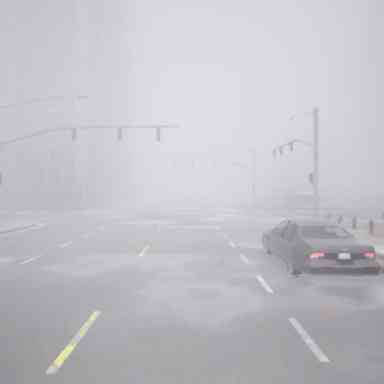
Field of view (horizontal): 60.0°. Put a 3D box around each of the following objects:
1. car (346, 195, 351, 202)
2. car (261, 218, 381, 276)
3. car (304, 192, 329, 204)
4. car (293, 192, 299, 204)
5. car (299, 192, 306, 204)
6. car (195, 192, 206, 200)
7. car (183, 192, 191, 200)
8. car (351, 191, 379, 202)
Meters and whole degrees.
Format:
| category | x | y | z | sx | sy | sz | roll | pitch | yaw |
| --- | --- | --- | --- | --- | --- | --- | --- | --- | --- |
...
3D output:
| category | x | y | z | sx | sy | sz | roll | pitch | yaw |
| --- | --- | --- | --- | --- | --- | --- | --- | --- | --- |
| car | 39.286 | 1.158 | 78.218 | 3.905 | 1.438 | 1.784 | 0 | 0 | 0 |
| car | 3.513 | 1.514 | 10.166 | 2.033 | 1.411 | 5.357 | 0 | 0 | 0 |
| car | 24.287 | 1.238 | 64.110 | 3.806 | 1.475 | 1.970 | 0 | 0 | 0 |
| car | 24.207 | 0.977 | 69.688 | 4.605 | 1.855 | 1.932 | 0 | 0 | 0 |
| car | 24.272 | 1.197 | 67.005 | 3.905 | 1.438 | 1.784 | 0 | 0 | 0 |
| car | 2.283 | 1.249 | 80.899 | 1.812 | 1.442 | 4.674 | 0 | 0 | -1 |
| car | -1.211 | 1.265 | 80.439 | 2.033 | 1.411 | 5.357 | 0 | 0 | -1 |
| car | 39.238 | 0.957 | 75.320 | 4.605 | 1.855 | 1.932 | 0 | 0 | 0 |
